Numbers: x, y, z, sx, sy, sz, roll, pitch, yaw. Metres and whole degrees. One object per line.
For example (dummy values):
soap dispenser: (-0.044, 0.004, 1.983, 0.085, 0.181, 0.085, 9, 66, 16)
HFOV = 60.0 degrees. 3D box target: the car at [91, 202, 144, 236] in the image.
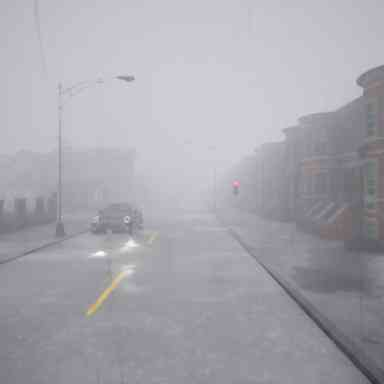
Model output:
car: (-4.039, 1.372, 18.659, 2.097, 1.767, 4.553, 0, 0, 1)

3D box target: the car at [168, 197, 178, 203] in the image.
car: (-3.956, 1.836, 69.924, 2.033, 1.411, 5.357, 0, 0, 0)
